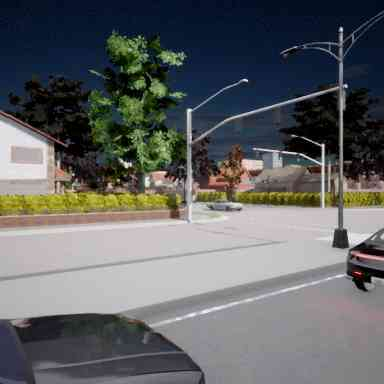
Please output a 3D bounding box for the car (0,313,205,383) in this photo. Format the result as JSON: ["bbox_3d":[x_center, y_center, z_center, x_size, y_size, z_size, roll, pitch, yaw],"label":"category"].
[{"bbox_3d":[-2.418,1.543,2.021,5.357,1.411,2.033,0,0,-36],"label":"car"}]

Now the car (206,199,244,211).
[{"bbox_3d":[3.781,1.505,38.442,1.895,1.301,4.718,0,0,-36],"label":"car"}]

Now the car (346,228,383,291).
[{"bbox_3d":[5.524,1.474,7.671,4.902,1.511,2.128,0,0,-35],"label":"car"}]

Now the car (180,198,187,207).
[{"bbox_3d":[-2.103,1.483,46.613,1.895,1.301,4.718,0,0,-36],"label":"car"}]
